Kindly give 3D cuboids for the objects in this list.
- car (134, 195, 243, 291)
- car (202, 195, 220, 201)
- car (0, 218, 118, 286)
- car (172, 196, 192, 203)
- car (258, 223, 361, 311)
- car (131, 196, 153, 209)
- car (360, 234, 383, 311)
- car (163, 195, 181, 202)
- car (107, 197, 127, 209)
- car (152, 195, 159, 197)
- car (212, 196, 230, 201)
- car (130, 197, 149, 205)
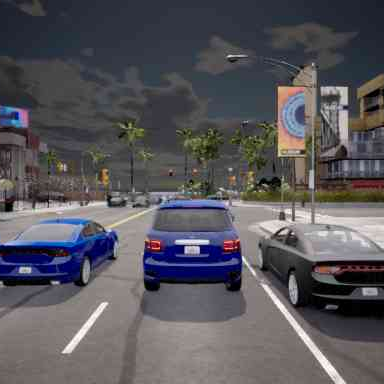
[{"bbox_3d":[0.038,1.221,9.152,2.150,2.045,5.566,0,0,1],"label":"car"},{"bbox_3d":[5.022,1.524,87.528,4.674,1.442,1.812,0,0,-43],"label":"car"},{"bbox_3d":[-3.455,1.478,9.404,1.882,1.535,5.008,0,0,0],"label":"car"},{"bbox_3d":[-2.125,1.540,72.646,2.033,1.411,5.357,0,0,26],"label":"car"},{"bbox_3d":[2.891,1.480,7.911,2.097,1.535,5.008,0,0,0],"label":"car"},{"bbox_3d":[-7.068,1.564,46.144,1.994,1.385,4.181,0,0,1],"label":"car"},{"bbox_3d":[3.039,1.354,1.486,2.185,1.767,4.553,0,0,0],"label":"car"},{"bbox_3d":[-4.487,1.524,75.651,1.812,1.442,4.674,0,0,29],"label":"car"},{"bbox_3d":[-10.556,1.477,46.863,1.882,1.535,5.008,0,0,1],"label":"car"},{"bbox_3d":[-6.518,1.353,58.070,2.097,1.767,4.553,0,0,7],"label":"car"},{"bbox_3d":[7.510,1.595,85.057,4.718,1.301,1.895,0,0,-43],"label":"car"},{"bbox_3d":[-9.626,1.600,61.347,1.895,1.301,4.718,0,0,13],"label":"car"}]
